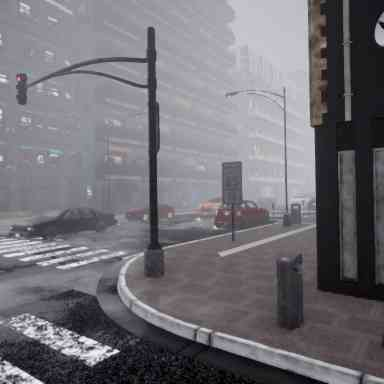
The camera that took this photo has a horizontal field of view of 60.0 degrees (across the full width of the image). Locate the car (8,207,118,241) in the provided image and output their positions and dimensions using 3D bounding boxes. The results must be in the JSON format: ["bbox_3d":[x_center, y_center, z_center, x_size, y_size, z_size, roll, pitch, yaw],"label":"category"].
[{"bbox_3d":[-6.200,1.480,16.758,2.033,1.411,5.357,-1,0,33],"label":"car"}]

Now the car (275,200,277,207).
[{"bbox_3d":[9.509,1.310,43.031,1.947,1.339,4.313,-1,0,36],"label":"car"}]

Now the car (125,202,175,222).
[{"bbox_3d":[-3.175,1.458,25.755,1.887,1.381,4.507,-1,0,36],"label":"car"}]

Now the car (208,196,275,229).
[{"bbox_3d":[3.042,1.200,19.717,1.967,1.590,4.097,-1,0,36],"label":"car"}]

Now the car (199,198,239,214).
[{"bbox_3d":[2.843,1.383,33.870,2.008,1.369,4.403,-1,0,36],"label":"car"}]

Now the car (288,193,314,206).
[{"bbox_3d":[14.734,1.179,45.702,1.812,1.442,4.674,-1,0,37],"label":"car"}]

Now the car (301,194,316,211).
[{"bbox_3d":[12.951,1.195,33.521,1.947,1.339,4.313,-1,0,36],"label":"car"}]

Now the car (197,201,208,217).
[{"bbox_3d":[2.372,1.172,28.838,2.097,1.767,4.553,-1,-1,36],"label":"car"}]
